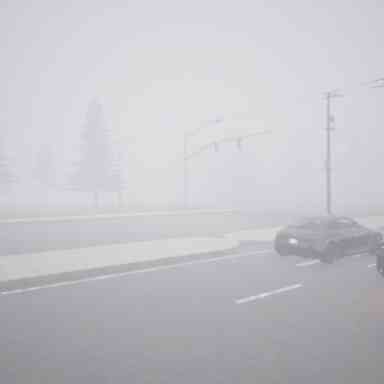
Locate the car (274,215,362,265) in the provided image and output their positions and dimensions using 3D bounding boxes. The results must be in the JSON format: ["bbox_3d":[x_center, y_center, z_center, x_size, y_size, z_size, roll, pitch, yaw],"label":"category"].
[{"bbox_3d":[4.780,1.483,11.501,4.181,1.385,1.994,-1,0,-36],"label":"car"}]

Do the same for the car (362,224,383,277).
[{"bbox_3d":[6.568,1.426,8.475,4.892,1.490,1.837,-1,0,-35],"label":"car"}]
